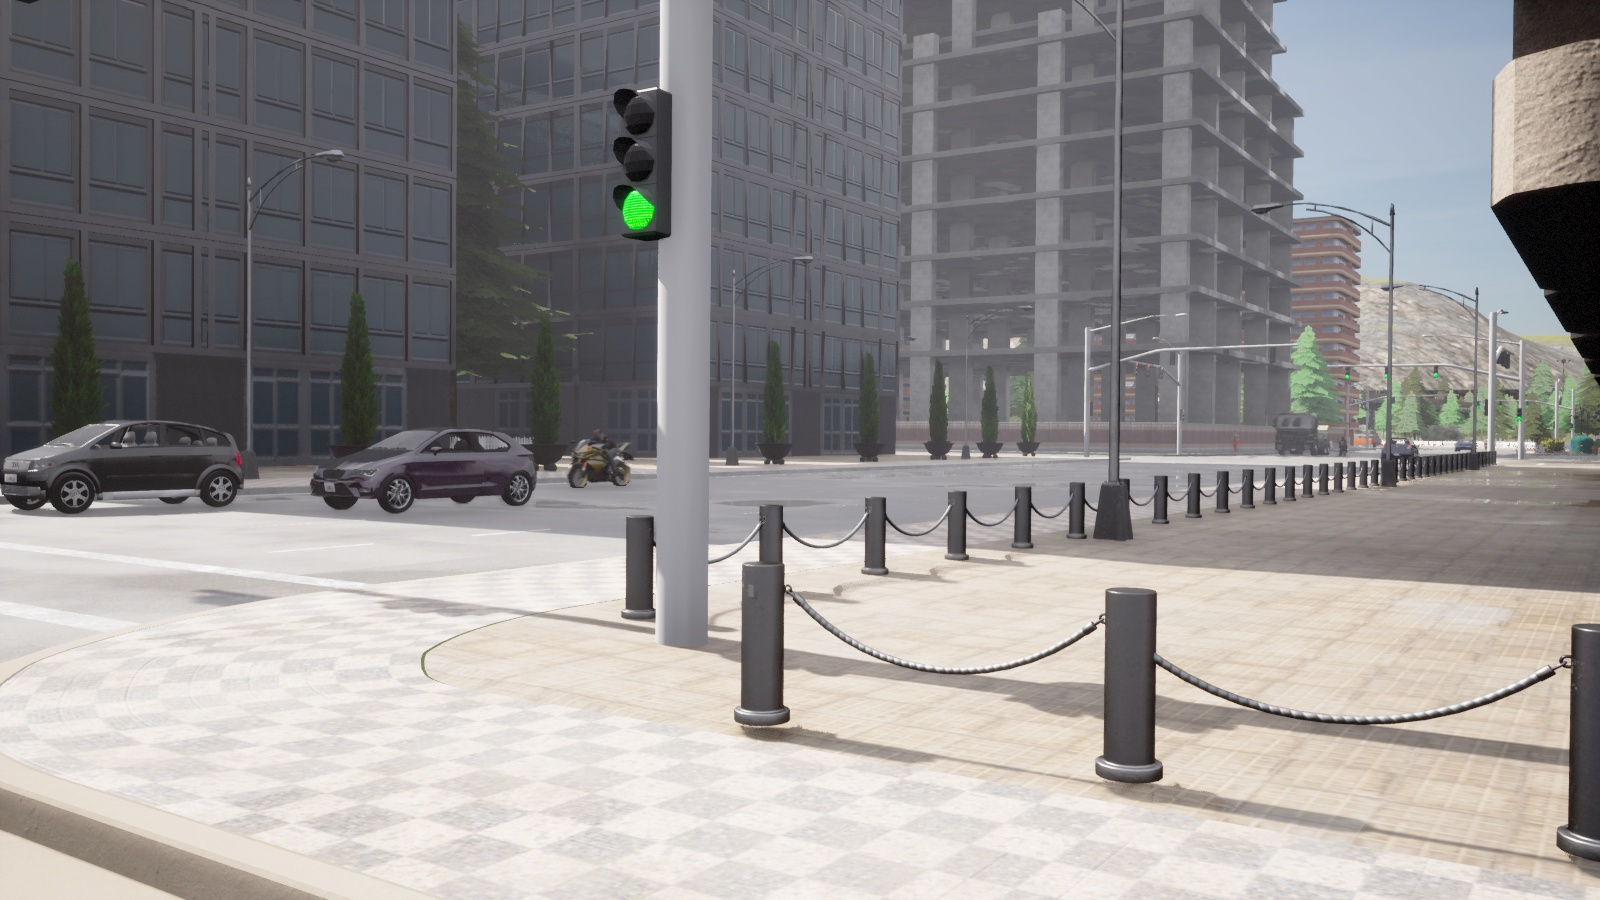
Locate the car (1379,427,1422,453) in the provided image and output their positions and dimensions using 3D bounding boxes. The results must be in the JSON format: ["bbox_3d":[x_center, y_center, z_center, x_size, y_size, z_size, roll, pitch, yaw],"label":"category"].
[{"bbox_3d":[34.876,-0.593,72.892,1.845,1.501,3.633,0,1,32],"label":"car"}]

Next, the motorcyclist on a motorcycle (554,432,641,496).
[{"bbox_3d":[-5.058,0.326,31.547,0.866,1.530,2.191,0,1,34],"label":"motorcyclist on a motorcycle"}]

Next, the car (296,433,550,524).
[{"bbox_3d":[-6.723,0.439,22.796,1.816,1.474,4.193,0,1,34],"label":"car"}]

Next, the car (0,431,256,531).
[{"bbox_3d":[-11.657,0.463,21.730,1.789,1.549,3.705,0,1,34],"label":"car"}]
